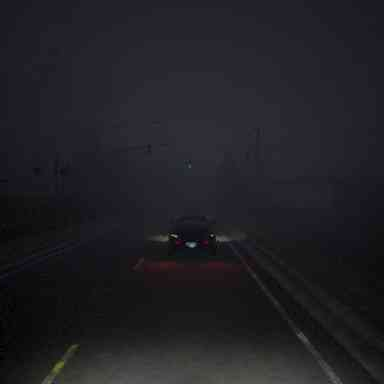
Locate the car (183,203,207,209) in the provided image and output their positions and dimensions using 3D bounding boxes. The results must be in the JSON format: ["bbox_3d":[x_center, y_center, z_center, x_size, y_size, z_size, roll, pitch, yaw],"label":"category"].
[{"bbox_3d":[0.021,1.906,28.230,1.895,1.301,4.718,0,-1,0],"label":"car"}]

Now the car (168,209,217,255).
[{"bbox_3d":[0.022,1.676,13.881,1.812,1.442,4.674,0,0,0],"label":"car"}]

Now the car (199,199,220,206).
[{"bbox_3d":[3.876,2.284,72.796,4.892,1.490,1.837,0,-1,-24],"label":"car"}]
